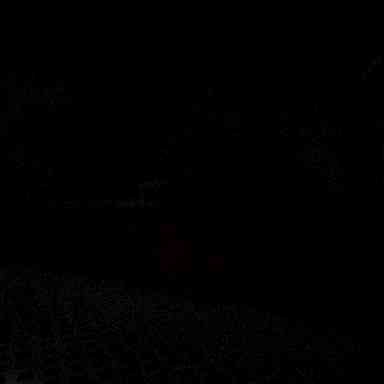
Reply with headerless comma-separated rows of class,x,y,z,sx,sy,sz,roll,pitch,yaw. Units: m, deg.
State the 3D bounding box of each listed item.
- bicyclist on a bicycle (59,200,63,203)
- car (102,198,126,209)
bicyclist on a bicycle,-9.455,1.380,24.359,1.656,1.620,0.582,-3,-2,22
car,-9.637,1.797,39.554,2.150,2.045,5.566,-3,-2,22
